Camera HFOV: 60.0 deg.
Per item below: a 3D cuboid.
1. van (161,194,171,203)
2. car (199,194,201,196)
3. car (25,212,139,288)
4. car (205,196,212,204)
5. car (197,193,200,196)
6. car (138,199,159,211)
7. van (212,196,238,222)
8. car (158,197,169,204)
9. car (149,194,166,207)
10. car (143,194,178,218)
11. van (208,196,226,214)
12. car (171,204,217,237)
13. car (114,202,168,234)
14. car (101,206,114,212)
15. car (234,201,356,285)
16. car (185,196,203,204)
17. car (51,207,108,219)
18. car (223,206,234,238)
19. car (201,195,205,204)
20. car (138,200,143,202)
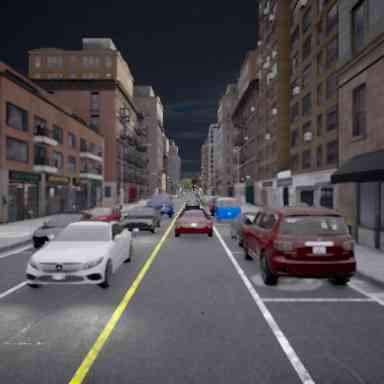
[{"bbox_3d":[-5.399,1.363,68.912,1.690,1.788,3.998,0,0,0],"label":"van"},{"bbox_3d":[2.653,1.458,58.101,1.967,1.590,4.097,0,0,0],"label":"car"},{"bbox_3d":[-2.838,1.529,9.385,1.812,1.442,4.674,0,0,0],"label":"car"},{"bbox_3d":[2.681,1.325,31.071,2.192,1.841,5.009,0,0,0],"label":"car"},{"bbox_3d":[2.631,1.576,79.726,2.008,1.369,4.403,0,0,0],"label":"car"},{"bbox_3d":[-5.403,1.564,41.880,2.008,1.369,4.403,0,0,0],"label":"car"},{"bbox_3d":[2.687,1.350,25.664,1.690,1.788,3.998,0,0,0],"label":"van"},{"bbox_3d":[-5.400,1.602,63.506,1.802,1.307,4.206,0,0,0],"label":"car"},{"bbox_3d":[-5.401,1.332,52.693,2.192,1.841,5.009,0,0,0],"label":"car"},{"bbox_3d":[-2.753,1.238,30.185,2.150,2.045,5.566,0,0,0],"label":"car"},{"bbox_3d":[2.675,1.353,36.477,1.690,1.788,3.998,0,0,0],"label":"van"},{"bbox_3d":[0.096,1.570,18.291,1.994,1.385,4.181,0,0,0],"label":"car"},{"bbox_3d":[-2.836,1.555,19.668,2.033,1.411,5.357,0,0,0],"label":"car"},{"bbox_3d":[-5.406,1.552,20.256,1.887,1.381,4.507,0,0,0],"label":"car"},{"bbox_3d":[2.703,1.318,9.445,2.192,1.841,5.009,0,0,0],"label":"car"},{"bbox_3d":[0.094,1.577,44.952,1.994,1.385,4.181,0,0,0],"label":"car"},{"bbox_3d":[-5.407,1.572,14.849,1.947,1.339,4.313,0,0,0],"label":"car"},{"bbox_3d":[2.698,1.556,14.851,2.008,1.369,4.403,0,0,0],"label":"car"},{"bbox_3d":[2.659,1.542,52.865,1.752,1.417,4.829,0,0,0],"label":"car"},{"bbox_3d":[-5.404,1.537,36.305,1.752,1.417,4.829,0,0,0],"label":"car"}]
